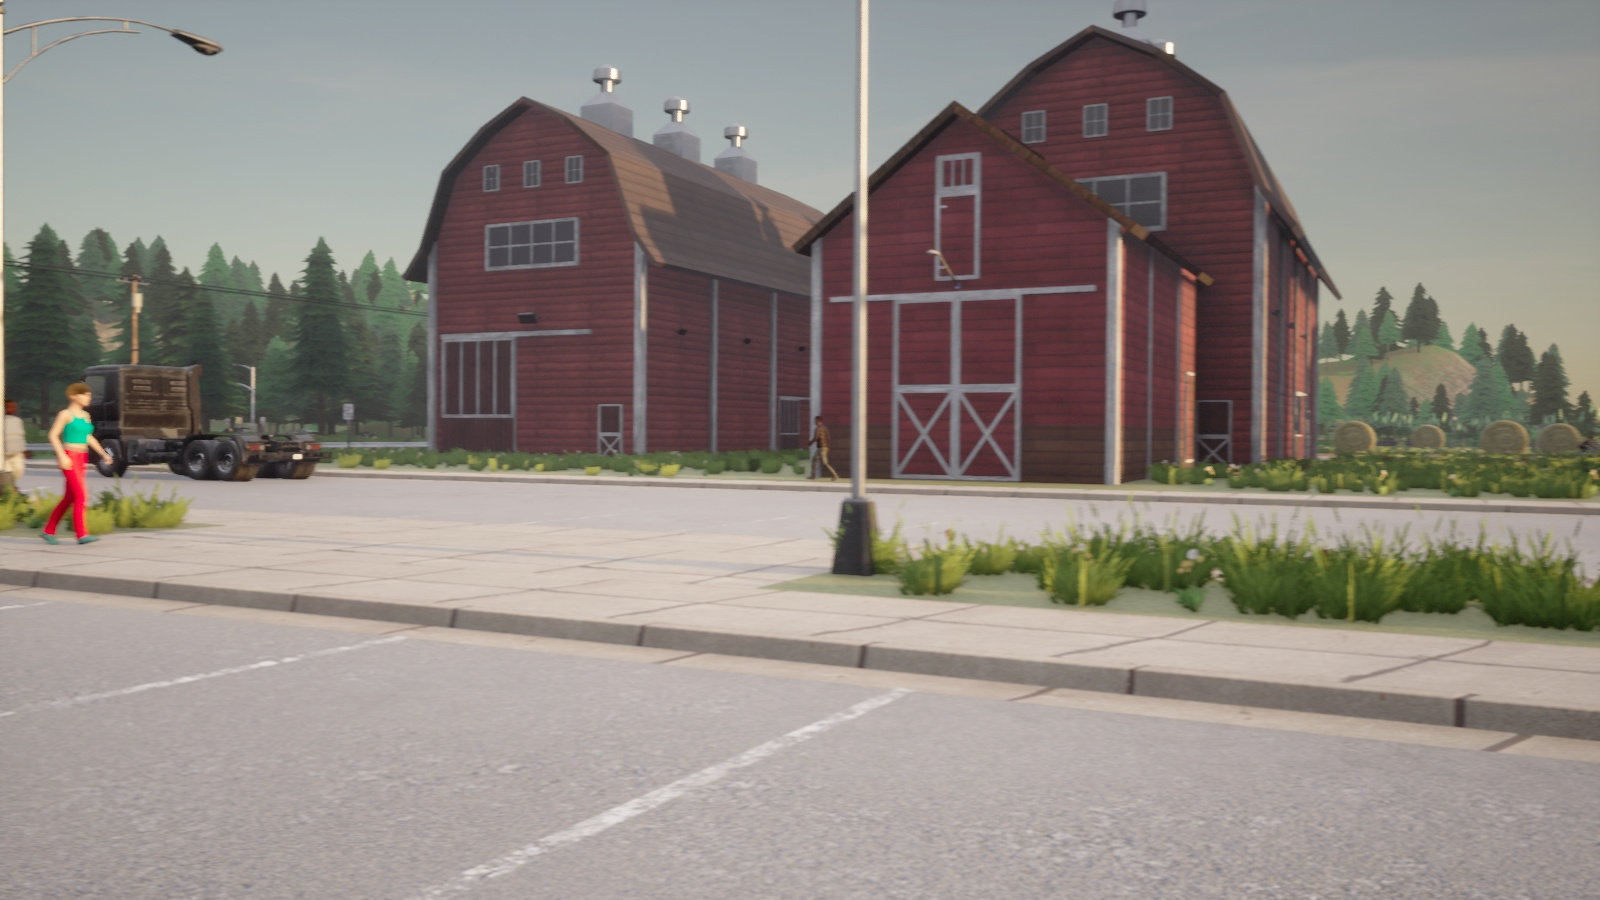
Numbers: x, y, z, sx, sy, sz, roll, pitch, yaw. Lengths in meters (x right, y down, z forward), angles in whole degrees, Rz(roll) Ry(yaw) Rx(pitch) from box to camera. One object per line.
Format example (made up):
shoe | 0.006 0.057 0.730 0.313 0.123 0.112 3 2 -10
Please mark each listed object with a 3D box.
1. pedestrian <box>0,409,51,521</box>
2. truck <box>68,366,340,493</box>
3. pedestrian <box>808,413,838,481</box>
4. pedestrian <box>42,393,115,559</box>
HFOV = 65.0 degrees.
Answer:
pedestrian | -13.525 0.240 21.445 0.900 1.855 0.874 0 1 27
truck | -17.698 -0.566 37.183 7.936 3.462 2.891 0 1 26
pedestrian | 0.619 -0.083 34.038 0.703 1.840 0.431 0 1 20
pedestrian | -8.105 0.284 14.115 0.594 1.836 0.345 -1 1 1
